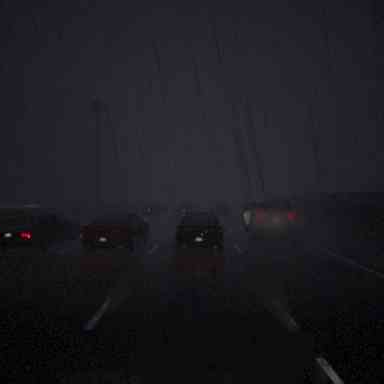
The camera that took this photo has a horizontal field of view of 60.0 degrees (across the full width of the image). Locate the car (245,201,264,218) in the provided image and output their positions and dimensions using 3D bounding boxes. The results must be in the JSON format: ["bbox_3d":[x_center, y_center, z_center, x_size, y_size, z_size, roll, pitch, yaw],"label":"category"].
[{"bbox_3d":[6.630,1.788,34.976,1.837,1.490,4.892,0,-1,12],"label":"car"}]

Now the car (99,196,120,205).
[{"bbox_3d":[-13.070,1.678,56.474,2.150,2.045,5.566,0,0,19],"label":"car"}]

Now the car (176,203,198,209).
[{"bbox_3d":[-0.400,1.852,35.468,1.994,1.385,4.181,0,0,12],"label":"car"}]

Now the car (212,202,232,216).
[{"bbox_3d":[3.041,1.775,34.887,2.128,1.511,4.902,0,0,12],"label":"car"}]

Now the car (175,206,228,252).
[{"bbox_3d":[0.379,1.597,14.583,1.882,1.535,5.008,0,0,3],"label":"car"}]

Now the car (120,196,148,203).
[{"bbox_3d":[-9.399,1.677,56.360,2.150,2.045,5.566,0,0,19],"label":"car"}]

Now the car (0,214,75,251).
[{"bbox_3d":[-6.642,1.668,14.795,2.033,1.411,5.357,0,0,3],"label":"car"}]

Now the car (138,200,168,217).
[{"bbox_3d":[-3.937,1.853,35.604,1.994,1.385,4.181,0,0,11],"label":"car"}]

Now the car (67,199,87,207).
[{"bbox_3d":[-19.827,1.998,58.217,1.812,1.442,4.674,0,-1,18],"label":"car"}]

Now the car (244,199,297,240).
[{"bbox_3d":[4.108,1.368,18.067,2.150,2.045,5.566,0,0,5],"label":"car"}]

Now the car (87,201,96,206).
[{"bbox_3d":[-15.893,1.982,58.995,1.837,1.490,4.892,0,0,19],"label":"car"}]

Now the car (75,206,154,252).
[{"bbox_3d":[-3.122,1.597,14.567,1.882,1.535,5.008,0,0,3],"label":"car"}]
